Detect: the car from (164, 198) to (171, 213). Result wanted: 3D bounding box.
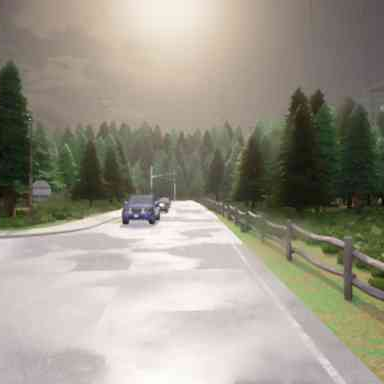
[{"bbox_3d":[-3.588,1.581,36.345,1.994,1.385,4.181,0,0,-1],"label":"car"}]

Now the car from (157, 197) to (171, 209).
[{"bbox_3d":[-3.988,1.556,48.224,1.812,1.442,4.674,0,0,-1],"label":"car"}]

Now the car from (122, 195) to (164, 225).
[{"bbox_3d":[-3.637,1.232,24.750,2.150,2.045,5.566,0,0,1],"label":"car"}]
